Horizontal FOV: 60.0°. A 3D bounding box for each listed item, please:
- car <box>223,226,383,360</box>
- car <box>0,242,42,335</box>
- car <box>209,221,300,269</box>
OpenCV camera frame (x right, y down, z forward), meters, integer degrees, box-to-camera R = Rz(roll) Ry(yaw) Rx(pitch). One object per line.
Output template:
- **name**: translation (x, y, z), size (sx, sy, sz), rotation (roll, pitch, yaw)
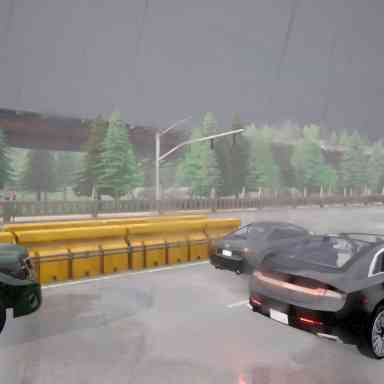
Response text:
- **car**: translation (3.157, 1.492, 5.985), size (4.902, 1.511, 2.128), rotation (0, 0, -36)
- **car**: translation (-5.079, 1.221, 4.429), size (5.566, 2.045, 2.150), rotation (0, 0, -35)
- **car**: translation (2.547, 1.564, 9.846), size (4.181, 1.385, 1.994), rotation (0, 0, -36)
